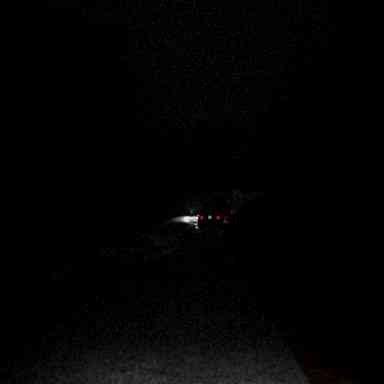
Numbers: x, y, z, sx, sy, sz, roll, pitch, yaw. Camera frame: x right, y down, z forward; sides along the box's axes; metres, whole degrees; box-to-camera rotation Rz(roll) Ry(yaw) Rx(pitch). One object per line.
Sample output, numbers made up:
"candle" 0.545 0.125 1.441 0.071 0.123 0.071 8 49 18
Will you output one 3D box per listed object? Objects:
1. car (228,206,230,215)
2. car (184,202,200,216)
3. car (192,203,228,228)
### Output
"car" 3.816 2.127 42.010 1.895 1.301 4.718 0 0 10
"car" 0.348 1.957 38.971 2.128 1.511 4.902 1 -1 9
"car" 1.444 1.806 24.745 2.033 1.411 5.357 0 -1 6
